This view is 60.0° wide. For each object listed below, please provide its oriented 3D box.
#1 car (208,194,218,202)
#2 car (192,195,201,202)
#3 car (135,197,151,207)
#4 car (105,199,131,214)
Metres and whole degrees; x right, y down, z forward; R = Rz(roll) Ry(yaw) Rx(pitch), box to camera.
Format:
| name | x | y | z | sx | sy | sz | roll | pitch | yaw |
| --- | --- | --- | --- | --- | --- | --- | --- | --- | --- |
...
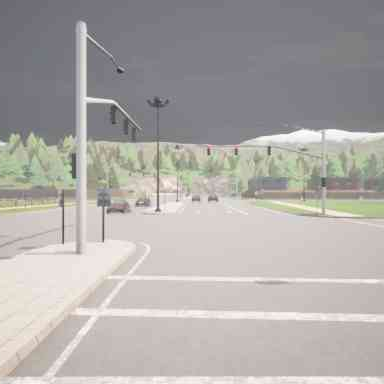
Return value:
| name | x | y | z | sx | sy | sz | roll | pitch | yaw |
| --- | --- | --- | --- | --- | --- | --- | --- | --- | --- |
| car | 4.376 | 1.188 | 69.730 | 2.097 | 1.767 | 4.553 | 0 | 0 | 1 |
| car | 0.877 | 1.358 | 69.806 | 2.128 | 1.511 | 4.902 | 0 | 0 | 1 |
| car | -7.471 | 1.493 | 51.179 | 2.128 | 1.511 | 4.902 | 0 | 0 | 1 |
| car | -7.699 | 1.526 | 35.060 | 1.812 | 1.442 | 4.674 | 0 | 0 | 1 |
